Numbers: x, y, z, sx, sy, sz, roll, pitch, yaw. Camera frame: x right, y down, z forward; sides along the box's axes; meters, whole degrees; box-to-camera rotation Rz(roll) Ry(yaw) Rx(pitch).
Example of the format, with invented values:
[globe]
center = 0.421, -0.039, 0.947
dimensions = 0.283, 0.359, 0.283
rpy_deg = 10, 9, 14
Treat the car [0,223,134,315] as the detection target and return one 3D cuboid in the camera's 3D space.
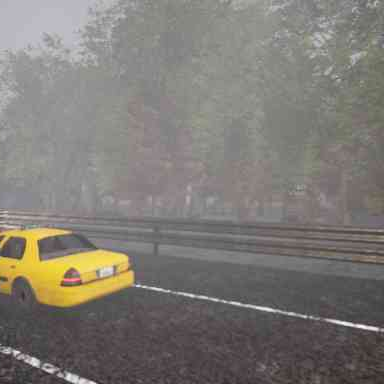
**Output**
[car]
center = -3.773, 1.483, 7.543
dimensions = 5.366, 1.575, 1.801
rpy_deg = 0, 0, 32
